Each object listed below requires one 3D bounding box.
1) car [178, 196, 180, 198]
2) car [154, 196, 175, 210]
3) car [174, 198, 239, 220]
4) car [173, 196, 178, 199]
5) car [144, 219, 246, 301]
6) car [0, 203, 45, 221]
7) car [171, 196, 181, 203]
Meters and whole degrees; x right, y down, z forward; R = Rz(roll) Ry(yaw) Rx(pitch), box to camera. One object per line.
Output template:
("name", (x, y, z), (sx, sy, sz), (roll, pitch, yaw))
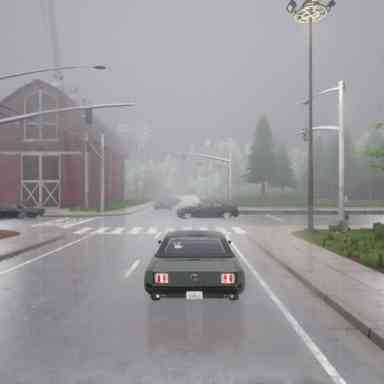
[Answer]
("car", (-3.563, 1.505, 62.206), (1.837, 1.490, 4.892), (0, 0, 0))
("car", (-3.599, 1.564, 42.112), (1.994, 1.385, 4.181), (0, 0, 0))
("car", (1.266, 1.465, 26.842), (5.008, 1.535, 1.882), (0, 0, -1))
("car", (-3.593, 1.505, 52.134), (1.837, 1.490, 4.892), (0, 0, 0))
("car", (0.066, 1.601, 8.300), (1.895, 1.301, 4.718), (0, 0, 0))
("car", (-14.449, 1.573, 26.555), (4.718, 1.301, 1.895), (0, 0, -1))
("car", (-3.501, 1.590, 72.514), (1.895, 1.301, 4.718), (0, 0, 0))
